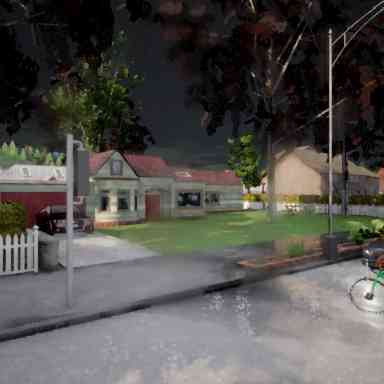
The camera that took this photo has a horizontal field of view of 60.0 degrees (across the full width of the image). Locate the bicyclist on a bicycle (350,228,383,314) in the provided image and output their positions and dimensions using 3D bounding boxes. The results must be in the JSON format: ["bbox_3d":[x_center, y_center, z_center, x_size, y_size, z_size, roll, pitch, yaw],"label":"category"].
[{"bbox_3d":[3.702,1.454,5.952,1.656,1.620,0.582,-2,-1,28],"label":"bicyclist on a bicycle"}]

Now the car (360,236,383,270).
[{"bbox_3d":[7.224,1.547,10.010,5.357,1.411,2.033,0,0,-37],"label":"car"}]

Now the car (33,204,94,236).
[{"bbox_3d":[-6.299,1.300,16.141,1.994,1.381,4.181,0,0,-37],"label":"car"}]
